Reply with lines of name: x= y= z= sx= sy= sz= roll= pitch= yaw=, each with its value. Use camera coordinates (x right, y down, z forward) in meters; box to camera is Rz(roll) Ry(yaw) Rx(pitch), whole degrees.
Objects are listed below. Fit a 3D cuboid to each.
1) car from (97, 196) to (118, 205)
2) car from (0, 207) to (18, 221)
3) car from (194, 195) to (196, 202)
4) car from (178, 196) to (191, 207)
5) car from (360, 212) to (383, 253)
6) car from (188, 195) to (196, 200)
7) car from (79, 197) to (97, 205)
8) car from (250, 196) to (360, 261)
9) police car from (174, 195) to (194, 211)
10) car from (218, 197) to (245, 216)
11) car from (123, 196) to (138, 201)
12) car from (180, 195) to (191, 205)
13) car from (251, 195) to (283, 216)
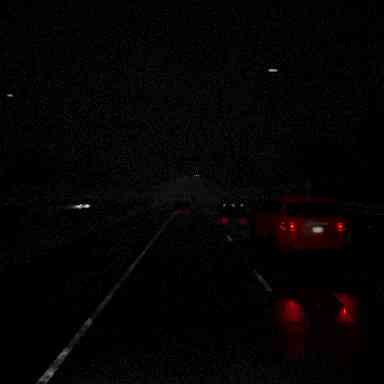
car: x=-14.035 y=1.427 z=56.616 sx=2.033 sy=1.411 sz=5.357 roll=0 pitch=0 yaw=1
car: x=-10.597 y=1.446 z=16.856 sx=1.812 sy=1.442 sz=4.674 roll=0 pitch=0 yaw=0
car: x=0.010 y=1.360 z=73.099 sx=2.033 sy=1.411 sz=5.357 roll=0 pitch=0 yaw=0
car: x=-1.043 y=1.391 z=48.650 sx=1.812 sy=1.442 sz=4.674 roll=0 pitch=0 yaw=0
car: x=7.102 y=1.447 z=11.637 sx=1.837 sy=1.490 sz=4.892 roll=0 pitch=0 yaw=0
car: x=0.013 y=1.470 z=93.747 sx=1.994 sy=1.385 sz=4.181 roll=0 pitch=0 yaw=0
car: x=-17.535 y=1.480 z=56.580 sx=1.895 sy=1.301 sz=4.718 roll=0 pitch=0 yaw=1
car: x=3.602 y=1.161 z=12.201 sx=2.150 sy=2.045 sz=5.566 roll=0 pitch=0 yaw=0
police car: x=-1.045 y=1.288 z=38.751 sx=1.930 sy=1.638 sz=5.238 roll=0 pitch=0 yaw=0
car: x=3.604 y=1.228 z=31.229 sx=2.097 sy=1.767 sz=4.553 roll=0 pitch=0 yaw=0
car: x=-10.544 y=1.360 z=57.425 sx=1.882 sy=1.535 sz=5.008 roll=0 pitch=0 yaw=1
car: x=-1.043 y=1.332 z=54.844 sx=1.801 sy=1.575 sz=5.366 roll=0 pitch=0 yaw=0
car: x=7.104 y=1.226 z=32.007 sx=2.097 sy=1.767 sz=4.553 roll=0 pitch=0 yaw=0
